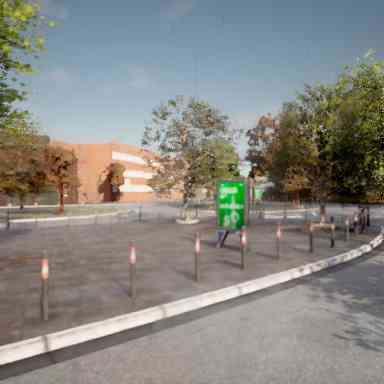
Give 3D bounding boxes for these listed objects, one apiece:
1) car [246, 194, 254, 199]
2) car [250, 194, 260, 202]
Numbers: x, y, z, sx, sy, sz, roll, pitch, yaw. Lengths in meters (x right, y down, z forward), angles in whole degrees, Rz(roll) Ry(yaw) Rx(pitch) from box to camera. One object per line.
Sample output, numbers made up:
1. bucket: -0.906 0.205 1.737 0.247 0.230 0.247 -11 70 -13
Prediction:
1. car: 16.096 1.284 92.261 1.812 1.442 4.674 0 0 16
2. car: 11.083 1.209 63.228 1.882 1.535 5.008 -1 0 -22
